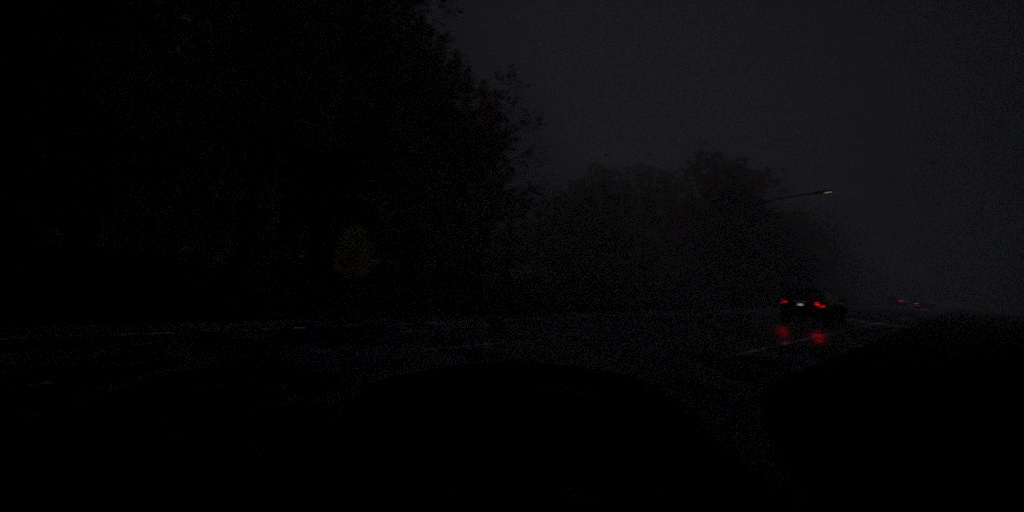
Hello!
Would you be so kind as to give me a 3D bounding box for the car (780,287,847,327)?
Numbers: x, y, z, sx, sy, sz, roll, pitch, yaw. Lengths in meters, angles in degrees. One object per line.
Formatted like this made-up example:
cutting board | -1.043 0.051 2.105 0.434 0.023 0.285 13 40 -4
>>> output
car | 17.721 2.937 21.051 5.566 2.045 2.150 6 -3 -38
